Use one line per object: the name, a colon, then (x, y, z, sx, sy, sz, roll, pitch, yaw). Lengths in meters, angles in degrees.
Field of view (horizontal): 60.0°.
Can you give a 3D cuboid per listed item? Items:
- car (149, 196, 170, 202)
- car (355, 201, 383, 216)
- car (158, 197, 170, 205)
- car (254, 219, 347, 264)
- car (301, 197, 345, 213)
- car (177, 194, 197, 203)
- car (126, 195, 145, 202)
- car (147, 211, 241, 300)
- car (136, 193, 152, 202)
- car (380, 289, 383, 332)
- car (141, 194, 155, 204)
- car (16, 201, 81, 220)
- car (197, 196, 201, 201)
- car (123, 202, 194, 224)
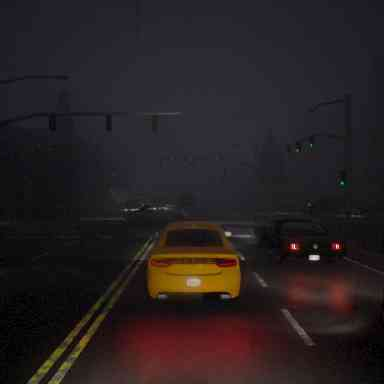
car: (-4.793, 1.564, 49.743, 1.994, 1.385, 4.181, 0, 0, -2)
car: (18.773, 1.547, 32.194, 5.357, 1.411, 2.033, 0, 0, -2)
car: (-5.029, 1.564, 59.772, 1.994, 1.385, 4.181, 0, 0, -1)
car: (3.502, 1.601, 11.795, 1.895, 1.301, 4.718, 0, 0, -1)
car: (14.083, 1.352, 35.560, 4.553, 1.767, 2.097, 0, 0, -2)
car: (-0.837, 1.221, 44.702, 2.150, 2.045, 5.566, 0, 0, -2)
car: (-8.208, 1.564, 46.431, 1.994, 1.385, 4.181, 0, 0, -1)
car: (0.034, 1.478, 8.471, 1.882, 1.535, 5.008, 0, 0, 0)
car: (-8.441, 1.221, 55.750, 2.150, 2.045, 5.566, 0, 0, -1)
car: (3.597, 1.478, 2.706, 1.882, 1.535, 5.008, 0, 0, 0)
car: (-8.642, 1.352, 65.550, 2.097, 1.767, 4.553, 0, 0, -1)
car: (-11.725, 1.492, 27.371, 4.902, 1.511, 2.128, 0, 0, -9)
car: (1.306, 1.595, 88.208, 1.895, 1.301, 4.718, 0, 0, -1)
car: (-2.453, 1.601, 24.016, 4.718, 1.301, 1.895, 0, 0, -4)
